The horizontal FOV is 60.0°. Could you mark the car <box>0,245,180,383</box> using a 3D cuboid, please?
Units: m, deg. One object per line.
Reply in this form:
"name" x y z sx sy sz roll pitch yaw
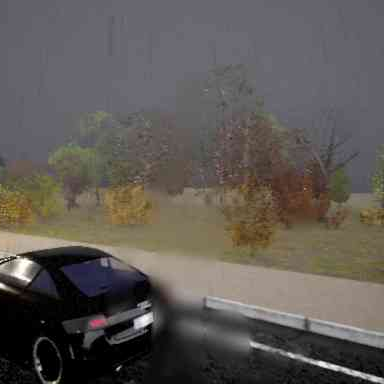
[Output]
"car" -2.241 1.573 5.292 4.181 1.385 1.994 0 0 35
